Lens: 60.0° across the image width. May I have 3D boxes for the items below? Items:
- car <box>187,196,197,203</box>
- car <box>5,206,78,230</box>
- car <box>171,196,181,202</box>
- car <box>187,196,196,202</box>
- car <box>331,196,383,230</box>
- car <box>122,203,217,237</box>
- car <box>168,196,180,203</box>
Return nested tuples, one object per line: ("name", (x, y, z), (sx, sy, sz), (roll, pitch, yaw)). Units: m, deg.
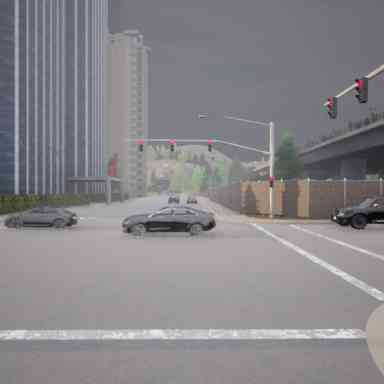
("car", (-0.011, 1.564, 63.928), (1.994, 1.385, 4.181), (0, 0, 0))
("car", (-9.378, 1.597, 20.928), (4.181, 1.385, 1.994), (0, 0, 0))
("car", (-3.628, 1.540, 74.499), (2.033, 1.411, 5.357), (0, 0, 0))
("car", (-0.129, 1.595, 74.641), (1.895, 1.301, 4.718), (0, 0, 0))
("car", (11.805, 1.275, 21.018), (5.566, 2.045, 2.150), (0, 0, 0))
("car", (-1.163, 1.517, 17.460), (4.902, 1.511, 2.128), (0, 0, 0))
("car", (-3.513, 1.478, 64.282), (1.882, 1.535, 5.008), (0, 0, 0))
